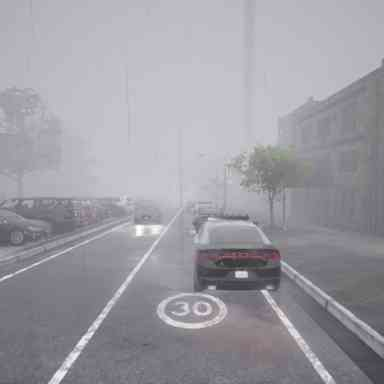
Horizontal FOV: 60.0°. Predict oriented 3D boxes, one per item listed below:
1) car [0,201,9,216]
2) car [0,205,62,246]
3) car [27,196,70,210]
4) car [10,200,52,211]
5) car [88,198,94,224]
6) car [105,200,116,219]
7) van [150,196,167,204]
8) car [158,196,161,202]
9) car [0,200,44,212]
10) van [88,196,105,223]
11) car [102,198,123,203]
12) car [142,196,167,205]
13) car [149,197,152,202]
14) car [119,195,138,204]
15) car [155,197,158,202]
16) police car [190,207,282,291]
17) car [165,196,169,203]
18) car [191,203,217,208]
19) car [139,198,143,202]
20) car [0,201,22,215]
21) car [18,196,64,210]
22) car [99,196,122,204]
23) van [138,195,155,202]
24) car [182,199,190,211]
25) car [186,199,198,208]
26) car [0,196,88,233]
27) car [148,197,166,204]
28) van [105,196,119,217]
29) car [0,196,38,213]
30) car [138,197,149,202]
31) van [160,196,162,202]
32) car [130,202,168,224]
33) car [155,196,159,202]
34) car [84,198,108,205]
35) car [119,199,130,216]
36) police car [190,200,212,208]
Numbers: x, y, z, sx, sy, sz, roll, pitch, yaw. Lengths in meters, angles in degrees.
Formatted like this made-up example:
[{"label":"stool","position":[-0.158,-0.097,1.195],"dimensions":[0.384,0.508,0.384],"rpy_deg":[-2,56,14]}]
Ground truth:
[{"label":"car","position":[-21.891,1.713,34.356],"dimensions":[4.792,1.488,2.163],"rpy_deg":[0,-1,0]},{"label":"car","position":[-8.843,1.514,14.878],"dimensions":[4.892,1.521,2.231],"rpy_deg":[0,0,0]},{"label":"car","position":[-21.906,1.609,50.943],"dimensions":[5.566,2.045,2.435],"rpy_deg":[0,-1,0]},{"label":"car","position":[-21.927,1.833,45.371],"dimensions":[4.674,1.452,2.002],"rpy_deg":[0,-1,0]},{"label":"car","position":[-8.803,1.431,20.484],"dimensions":[4.553,1.767,2.185],"rpy_deg":[0,-1,0]},{"label":"car","position":[-8.830,1.608,26.091],"dimensions":[4.892,1.521,2.231],"rpy_deg":[0,-1,0]},{"label":"van","position":[-9.004,2.119,90.562],"dimensions":[4.442,1.987,1.878],"rpy_deg":[0,-1,0]},{"label":"car","position":[-8.859,2.001,62.529],"dimensions":[5.008,1.535,2.097],"rpy_deg":[0,-1,0]},{"label":"car","position":[-21.922,1.765,42.711],"dimensions":[5.008,1.535,2.097],"rpy_deg":[0,-1,0]},{"label":"van","position":[-8.719,1.356,23.289],"dimensions":[4.442,1.987,1.878],"rpy_deg":[0,-1,0]},{"label":"car","position":[-22.155,2.371,92.816],"dimensions":[5.366,1.575,1.946],"rpy_deg":[0,-1,0]},{"label":"car","position":[-8.850,1.956,79.350],"dimensions":[5.566,2.045,2.435],"rpy_deg":[0,-1,0]},{"label":"car","position":[-9.038,1.826,48.513],"dimensions":[5.366,1.575,1.946],"rpy_deg":[0,-1,0]},{"label":"car","position":[-8.870,1.432,34.503],"dimensions":[5.566,2.045,2.435],"rpy_deg":[0,-1,0]},{"label":"car","position":[-8.831,1.962,56.922],"dimensions":[4.792,1.488,2.163],"rpy_deg":[0,-1,0]},{"label":"police car","position":[0.980,1.431,9.138],"dimensions":[1.930,1.638,5.238],"rpy_deg":[0,0,0]},{"label":"car","position":[-8.847,1.922,76.547],"dimensions":[5.566,2.045,2.435],"rpy_deg":[0,-1,0]},{"label":"car","position":[0.985,1.584,19.046],"dimensions":[1.837,1.490,4.892],"rpy_deg":[0,-1,0]},{"label":"car","position":[-8.817,1.766,40.105],"dimensions":[4.792,1.488,2.163],"rpy_deg":[0,-1,0]},{"label":"car","position":[-21.952,1.738,37.141],"dimensions":[4.792,1.488,2.163],"rpy_deg":[0,-1,0]},{"label":"car","position":[-21.903,1.576,48.282],"dimensions":[5.566,2.045,2.435],"rpy_deg":[0,-1,0]},{"label":"car","position":[-21.995,2.089,90.043],"dimensions":[5.566,2.045,2.435],"rpy_deg":[0,-1,0]},{"label":"van","position":[-8.741,1.672,54.122],"dimensions":[4.442,1.987,1.878],"rpy_deg":[0,-1,0]},{"label":"car","position":[0.066,1.882,46.218],"dimensions":[2.033,1.411,5.357],"rpy_deg":[0,-1,1]},{"label":"car","position":[0.034,2.060,59.898],"dimensions":[1.994,1.385,4.181],"rpy_deg":[0,-1,0]},{"label":"car","position":[-8.863,1.283,17.685],"dimensions":[5.566,2.045,2.435],"rpy_deg":[0,0,0]},{"label":"car","position":[-8.914,2.151,84.955],"dimensions":[4.553,1.767,2.185],"rpy_deg":[0,-1,0]},{"label":"van","position":[-8.953,1.407,28.896],"dimensions":[4.442,1.987,1.878],"rpy_deg":[0,-1,0]},{"label":"car","position":[-21.897,1.484,39.927],"dimensions":[5.566,2.045,2.435],"rpy_deg":[0,-1,0]},{"label":"car","position":[-8.845,1.796,45.713],"dimensions":[5.008,1.535,2.097],"rpy_deg":[0,-1,0]},{"label":"van","position":[-8.750,1.810,65.334],"dimensions":[4.442,1.987,1.878],"rpy_deg":[0,-1,0]},{"label":"car","position":[-3.236,1.701,25.626],"dimensions":[1.994,1.385,4.181],"rpy_deg":[0,-1,0]},{"label":"car","position":[-8.833,1.996,59.725],"dimensions":[4.792,1.488,2.163],"rpy_deg":[0,-1,0]},{"label":"car","position":[-21.961,2.171,76.161],"dimensions":[4.892,1.521,2.231],"rpy_deg":[0,-1,0]},{"label":"car","position":[-8.834,1.658,31.697],"dimensions":[5.008,1.535,2.097],"rpy_deg":[0,-1,0]},{"label":"police car","position":[0.988,1.559,25.166],"dimensions":[1.930,1.638,5.238],"rpy_deg":[0,-1,0]}]
